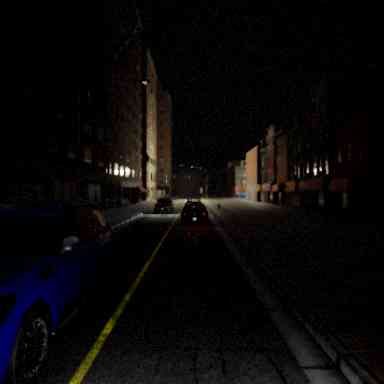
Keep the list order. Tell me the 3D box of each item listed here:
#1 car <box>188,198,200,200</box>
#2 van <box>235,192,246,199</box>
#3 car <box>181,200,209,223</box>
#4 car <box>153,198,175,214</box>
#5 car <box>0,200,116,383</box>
[{"bbox_3d":[0.229,1.405,41.068,1.895,1.301,4.718,0,0,0],"label":"car"},{"bbox_3d":[14.040,0.989,93.173,3.998,1.788,1.690,0,0,0],"label":"van"},{"bbox_3d":[0.179,1.476,24.233,1.895,1.301,4.718,0,0,0],"label":"car"},{"bbox_3d":[-2.745,1.336,33.193,1.837,1.490,4.892,0,0,0],"label":"car"},{"bbox_3d":[-2.835,1.193,5.551,2.150,2.045,5.566,0,0,0],"label":"car"}]
